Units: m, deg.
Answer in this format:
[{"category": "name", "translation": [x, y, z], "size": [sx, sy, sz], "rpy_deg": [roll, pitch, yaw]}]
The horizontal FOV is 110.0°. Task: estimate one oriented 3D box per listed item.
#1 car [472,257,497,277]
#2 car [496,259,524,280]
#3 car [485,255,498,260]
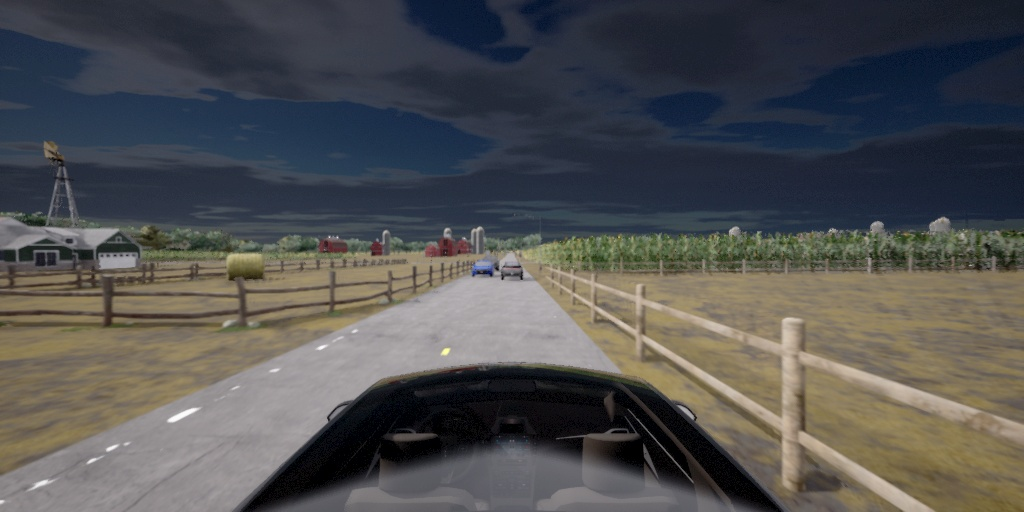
[{"category": "car", "translation": [-2.737, 1.168, 34.744], "size": [1.882, 1.535, 5.008], "rpy_deg": [0, 0, 0]}, {"category": "car", "translation": [0.028, 1.190, 30.655], "size": [2.128, 1.511, 4.902], "rpy_deg": [0, 0, 0]}, {"category": "car", "translation": [-2.732, 0.952, 46.515], "size": [2.150, 2.045, 5.566], "rpy_deg": [0, 0, 0]}]
